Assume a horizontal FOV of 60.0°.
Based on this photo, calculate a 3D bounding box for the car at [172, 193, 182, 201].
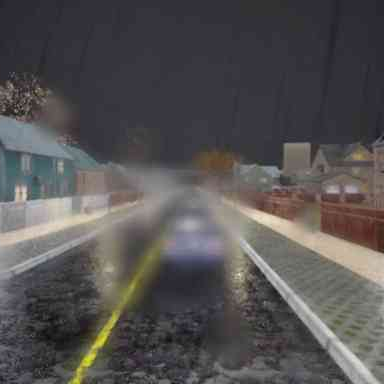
[{"bbox_3d":[-2.436,0.849,58.219,2.033,1.411,5.357,0,1,1],"label":"car"}]

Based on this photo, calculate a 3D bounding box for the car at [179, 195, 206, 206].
[{"bbox_3d":[0.212,1.219,28.519,1.994,1.385,4.181,0,1,1],"label":"car"}]

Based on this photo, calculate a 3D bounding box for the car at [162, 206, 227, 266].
[{"bbox_3d":[0.091,1.411,11.033,2.033,1.411,5.357,0,1,1],"label":"car"}]
